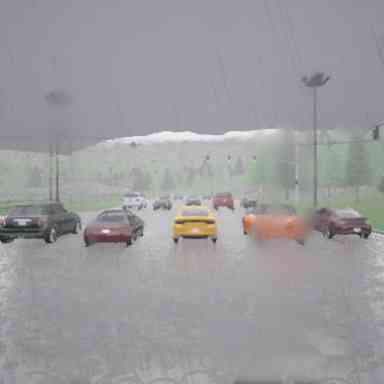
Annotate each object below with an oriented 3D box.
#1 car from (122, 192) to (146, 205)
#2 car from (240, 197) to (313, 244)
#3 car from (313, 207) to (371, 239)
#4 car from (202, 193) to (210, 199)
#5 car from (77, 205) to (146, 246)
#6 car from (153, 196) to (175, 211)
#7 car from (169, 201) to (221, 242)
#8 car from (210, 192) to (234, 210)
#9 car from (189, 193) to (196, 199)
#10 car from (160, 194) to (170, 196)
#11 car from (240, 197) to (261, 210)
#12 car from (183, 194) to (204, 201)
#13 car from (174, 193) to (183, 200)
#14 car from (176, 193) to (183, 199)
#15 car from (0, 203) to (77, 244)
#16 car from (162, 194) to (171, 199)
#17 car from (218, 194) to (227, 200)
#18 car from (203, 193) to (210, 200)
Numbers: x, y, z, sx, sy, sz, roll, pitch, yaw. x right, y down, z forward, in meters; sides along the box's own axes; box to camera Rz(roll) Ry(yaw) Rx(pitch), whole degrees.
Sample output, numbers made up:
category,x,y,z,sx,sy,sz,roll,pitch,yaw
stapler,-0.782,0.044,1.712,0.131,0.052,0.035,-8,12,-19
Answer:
category,x,y,z,sx,sy,sz,roll,pitch,yaw
car,-6.822,1.056,39.611,2.150,2.045,5.566,0,0,0
car,3.632,1.288,15.440,2.097,1.767,4.553,0,0,0
car,7.135,1.457,16.659,1.812,1.442,4.674,0,0,0
car,3.681,1.096,89.388,1.812,1.442,4.674,0,0,0
car,-3.369,1.501,15.037,1.994,1.385,4.181,0,0,0
car,-3.324,1.439,38.830,1.895,1.301,4.718,0,0,0
car,0.134,1.411,15.967,1.882,1.535,5.008,0,0,0
car,3.679,1.057,39.645,2.150,2.045,5.566,0,0,0
car,0.181,1.098,89.396,1.812,1.442,4.674,0,0,0
car,-6.839,1.195,79.288,2.128,1.511,4.902,0,0,0
car,7.183,1.354,41.380,1.812,1.442,4.674,0,0,0
car,0.170,1.353,41.402,1.812,1.442,4.674,0,0,0
car,-3.339,1.221,79.575,1.994,1.385,4.181,0,0,0
car,-3.319,1.101,89.404,1.812,1.442,4.674,0,0,0
car,-6.868,1.286,15.627,2.097,1.767,4.553,0,0,0
car,-6.819,1.129,89.411,1.994,1.385,4.181,0,0,0
car,7.160,1.195,79.111,1.812,1.442,4.674,0,0,0
car,3.660,1.195,79.116,1.812,1.442,4.674,0,0,0
